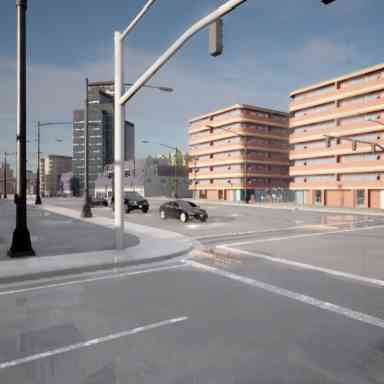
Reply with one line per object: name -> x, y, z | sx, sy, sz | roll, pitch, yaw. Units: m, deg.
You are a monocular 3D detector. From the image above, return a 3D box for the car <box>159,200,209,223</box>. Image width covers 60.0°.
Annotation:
car -> -0.706, 1.373, 24.843 | 1.837, 1.490, 4.892 | 0, 1, -34

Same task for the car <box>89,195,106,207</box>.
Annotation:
car -> -11.936, 1.111, 41.298 | 1.994, 1.385, 4.181 | 0, 1, -34

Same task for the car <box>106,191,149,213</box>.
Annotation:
car -> -6.270, 0.945, 32.996 | 2.150, 2.045, 5.566 | 0, 1, -34
